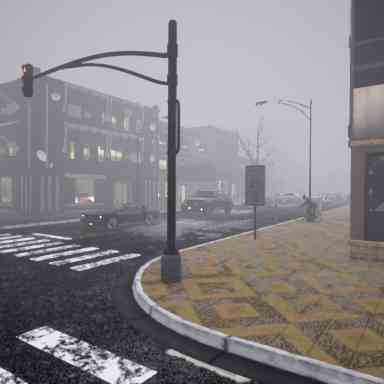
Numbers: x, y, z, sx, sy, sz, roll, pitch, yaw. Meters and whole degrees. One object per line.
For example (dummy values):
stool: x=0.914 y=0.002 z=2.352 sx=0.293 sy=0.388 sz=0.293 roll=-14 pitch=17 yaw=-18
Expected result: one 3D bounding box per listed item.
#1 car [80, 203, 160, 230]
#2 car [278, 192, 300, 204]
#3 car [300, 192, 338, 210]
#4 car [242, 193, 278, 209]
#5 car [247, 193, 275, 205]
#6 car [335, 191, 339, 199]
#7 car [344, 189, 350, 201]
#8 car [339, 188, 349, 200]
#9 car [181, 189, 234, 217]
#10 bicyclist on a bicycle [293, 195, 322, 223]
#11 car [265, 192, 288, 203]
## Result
car: x=-4.062 y=1.334 z=19.289 sx=1.895 sy=1.301 sz=4.718 roll=1 pitch=1 yaw=35
car: x=12.961 y=0.771 z=43.792 sx=1.812 sy=1.442 sz=4.674 roll=1 pitch=1 yaw=34
car: x=12.658 y=0.993 z=33.059 sx=2.008 sy=1.369 sz=4.403 roll=2 pitch=2 yaw=35
car: x=7.088 y=1.014 z=35.379 sx=1.895 sy=1.301 sz=4.718 roll=1 pitch=1 yaw=35
car: x=8.870 y=0.821 z=42.612 sx=1.887 sy=1.381 sz=4.507 roll=2 pitch=2 yaw=35
car: x=18.538 y=0.788 z=46.308 sx=1.895 sy=1.301 sz=4.718 roll=1 pitch=1 yaw=35
car: x=25.417 y=0.619 z=51.680 sx=1.887 sy=1.381 sz=4.507 roll=2 pitch=2 yaw=35
car: x=24.218 y=0.572 z=54.545 sx=2.033 sy=1.411 sz=5.357 roll=1 pitch=1 yaw=36
car: x=1.379 y=0.798 z=27.130 sx=2.150 sy=2.045 sz=5.566 roll=1 pitch=1 yaw=35
bicyclist on a bicycle: x=6.785 y=1.003 z=19.589 sx=1.656 sy=1.620 sz=0.582 roll=0 pitch=1 yaw=35
car: x=12.109 y=0.767 z=47.234 sx=1.802 sy=1.307 sz=4.206 roll=2 pitch=2 yaw=35
